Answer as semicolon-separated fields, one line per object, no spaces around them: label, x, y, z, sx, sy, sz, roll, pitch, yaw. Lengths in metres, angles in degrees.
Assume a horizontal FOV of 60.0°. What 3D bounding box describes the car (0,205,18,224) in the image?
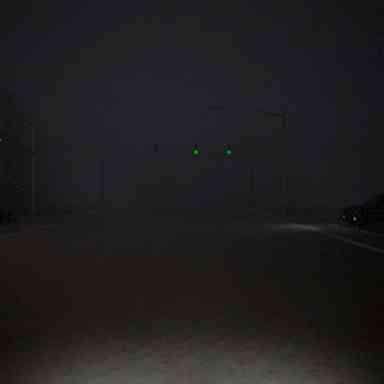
car;-14.511;1.501;22.487;5.008;1.535;1.882;0;0;2

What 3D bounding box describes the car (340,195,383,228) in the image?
car;12.499;1.187;21.304;5.566;2.045;2.150;-1;0;1
